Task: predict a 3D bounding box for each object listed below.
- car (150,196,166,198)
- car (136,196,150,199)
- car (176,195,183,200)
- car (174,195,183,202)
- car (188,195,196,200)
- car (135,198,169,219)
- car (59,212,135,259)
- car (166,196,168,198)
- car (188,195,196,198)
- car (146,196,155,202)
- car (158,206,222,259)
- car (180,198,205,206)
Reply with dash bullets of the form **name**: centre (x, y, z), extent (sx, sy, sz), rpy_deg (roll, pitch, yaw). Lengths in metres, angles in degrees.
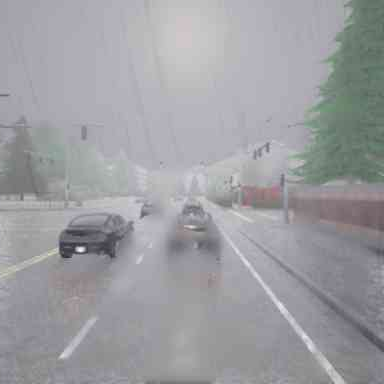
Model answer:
- **car**: centre (-7.008, 1.736, 68.671), extent (1.895, 1.301, 4.718), rpy_deg (0, 0, 0)
- **car**: centre (-10.508, 1.665, 68.703), extent (1.812, 1.442, 4.674), rpy_deg (0, 0, 0)
- **car**: centre (-3.511, 1.598, 93.278), extent (1.812, 1.442, 4.674), rpy_deg (0, 0, 0)
- **car**: centre (-3.510, 1.710, 83.769), extent (2.033, 1.411, 5.357), rpy_deg (0, 0, 0)
- **car**: centre (-0.011, 1.613, 93.278), extent (2.033, 1.411, 5.357), rpy_deg (0, 0, 0)
- **car**: centre (-3.414, 1.542, 29.710), extent (2.128, 1.511, 4.902), rpy_deg (0, 0, 0)
- **car**: centre (-3.423, 1.531, 12.675), extent (1.837, 1.490, 4.892), rpy_deg (0, 0, 0)
- **car**: centre (-7.010, 1.631, 84.442), extent (1.882, 1.535, 5.008), rpy_deg (0, 0, 0)
- **car**: centre (-0.010, 1.723, 84.369), extent (1.994, 1.385, 4.181), rpy_deg (0, 0, 0)
- **car**: centre (-10.510, 1.678, 84.442), extent (1.812, 1.442, 4.674), rpy_deg (0, 0, 0)
- **car**: centre (0.076, 1.518, 12.791), extent (2.128, 1.511, 4.902), rpy_deg (0, 0, 0)
- **car**: centre (0.085, 1.561, 29.869), extent (1.837, 1.490, 4.892), rpy_deg (0, 0, 0)
